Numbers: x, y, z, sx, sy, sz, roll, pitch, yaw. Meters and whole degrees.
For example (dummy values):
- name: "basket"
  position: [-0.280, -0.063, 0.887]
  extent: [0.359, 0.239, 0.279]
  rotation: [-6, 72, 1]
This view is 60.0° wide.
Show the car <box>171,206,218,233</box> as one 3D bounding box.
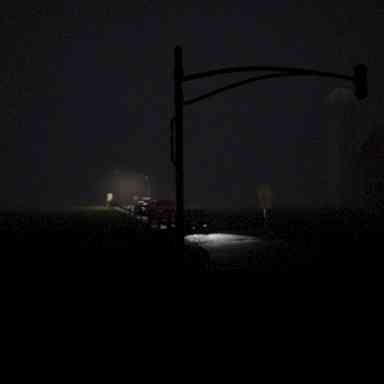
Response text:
- name: "car"
  position: [0.216, 1.897, 22.209]
  extent: [1.994, 1.385, 4.181]
  rotation: [0, -1, -17]

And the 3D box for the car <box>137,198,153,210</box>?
- name: "car"
  position: [-8.634, 2.104, 60.661]
  extent: [2.150, 2.045, 5.566]
  rotation: [0, -1, -17]

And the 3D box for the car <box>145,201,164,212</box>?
- name: "car"
  position: [-5.938, 2.245, 51.979]
  extent: [2.128, 1.511, 4.902]
  rotation: [0, -1, -17]

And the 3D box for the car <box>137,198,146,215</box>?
- name: "car"
  position: [-5.427, 1.967, 40.633]
  extent: [2.097, 1.767, 4.553]
  rotation: [0, -1, -16]

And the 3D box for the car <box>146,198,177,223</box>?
- name: "car"
  position: [-2.540, 1.692, 31.157]
  extent: [2.150, 2.045, 5.566]
  rotation: [0, -1, -17]
